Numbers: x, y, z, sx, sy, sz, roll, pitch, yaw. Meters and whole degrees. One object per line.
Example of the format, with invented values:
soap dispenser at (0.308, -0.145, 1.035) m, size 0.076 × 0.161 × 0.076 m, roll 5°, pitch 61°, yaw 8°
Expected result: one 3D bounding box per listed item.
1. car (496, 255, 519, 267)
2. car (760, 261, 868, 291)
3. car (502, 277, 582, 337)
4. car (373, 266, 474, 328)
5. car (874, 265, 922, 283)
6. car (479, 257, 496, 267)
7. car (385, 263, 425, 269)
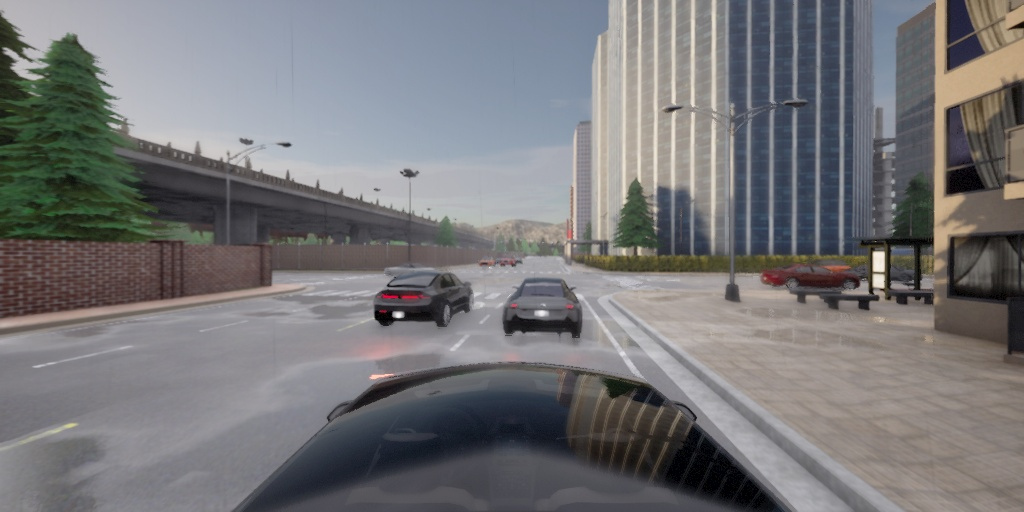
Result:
car at (-0.654, 0.801, 59.821) m, size 2.150 × 2.045 × 5.566 m, roll 0°, pitch 0°, yaw 7°
car at (18.172, 1.261, 21.962) m, size 5.008 × 1.535 × 1.882 m, roll 0°, pitch 0°, yaw 7°
car at (0.908, 1.291, 10.289) m, size 1.994 × 1.385 × 4.181 m, roll 0°, pitch 0°, yaw 6°
car at (-2.511, 1.219, 11.228) m, size 1.837 × 1.490 × 4.892 m, roll 0°, pitch 0°, yaw 7°
car at (28.317, 1.334, 27.984) m, size 5.357 × 1.411 × 2.033 m, roll 0°, pitch 0°, yaw 7°
car at (-4.169, 0.923, 59.941) m, size 2.097 × 1.767 × 4.553 m, roll 0°, pitch 0°, yaw 7°
car at (-8.875, 1.269, 30.982) m, size 4.718 × 1.301 × 1.895 m, roll 0°, pitch 0°, yaw 33°
